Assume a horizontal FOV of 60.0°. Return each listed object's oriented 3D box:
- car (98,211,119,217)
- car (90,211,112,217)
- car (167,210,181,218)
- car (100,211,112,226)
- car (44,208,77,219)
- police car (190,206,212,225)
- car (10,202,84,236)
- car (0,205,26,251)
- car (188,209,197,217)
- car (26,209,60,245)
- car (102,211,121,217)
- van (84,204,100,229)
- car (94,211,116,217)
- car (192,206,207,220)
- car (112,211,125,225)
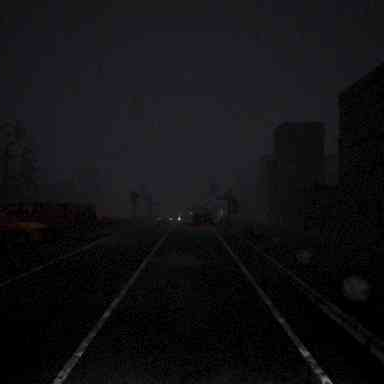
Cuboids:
[{"bbox_3d":[-21.770,5.725,86.525,5.008,1.535,2.097,0,-4,0],"label":"car"},{"bbox_3d":[-21.790,5.349,79.986,4.674,1.452,2.002,0,-4,0],"label":"car"},{"bbox_3d":[-3.171,4.245,64.690,2.097,1.767,4.553,0,-4,1],"label":"car"},{"bbox_3d":[-9.566,2.099,28.273,4.553,1.767,2.185,0,-3,0],"label":"car"},{"bbox_3d":[-21.934,3.640,55.710,4.553,1.767,2.185,0,-4,0],"label":"car"},{"bbox_3d":[1.010,2.402,33.540,1.930,1.638,5.238,1,-2,0],"label":"police car"},{"bbox_3d":[-9.517,1.603,19.056,5.566,2.045,2.435,0,-2,0],"label":"car"},{"bbox_3d":[-9.467,1.529,13.102,4.553,1.767,2.185,0,-2,0],"label":"car"},{"bbox_3d":[0.183,5.340,84.969,2.150,2.045,5.566,0,-4,0],"label":"car"},{"bbox_3d":[-9.467,1.756,16.132,5.008,1.535,2.097,0,-2,0],"label":"car"},{"bbox_3d":[-21.747,5.965,89.665,4.674,1.452,2.002,0,-4,0],"label":"car"},{"bbox_3d":[-9.638,1.870,25.242,4.442,1.987,1.878,0,-2,0],"label":"van"},{"bbox_3d":[-21.773,5.518,83.258,4.892,1.521,2.231,0,-4,0],"label":"car"},{"bbox_3d":[1.026,3.149,49.471,2.150,2.045,5.566,0,-4,0],"label":"car"},{"bbox_3d":[-9.362,2.356,31.183,5.366,1.575,1.946,0,-3,0],"label":"car"}]
